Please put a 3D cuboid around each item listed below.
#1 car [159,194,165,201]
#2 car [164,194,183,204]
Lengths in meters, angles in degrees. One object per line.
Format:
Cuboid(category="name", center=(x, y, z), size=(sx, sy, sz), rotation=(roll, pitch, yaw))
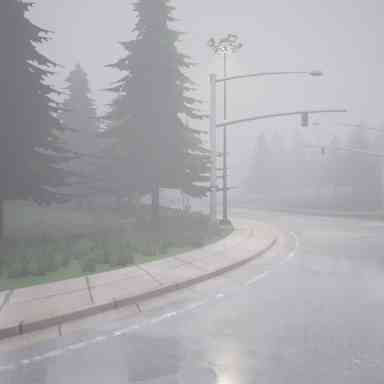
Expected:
Cuboid(category="car", center=(-7.119, 1.186, 75.170), size=(2.150, 2.045, 5.566), rotation=(0, 0, -21))
Cuboid(category="car", center=(-3.236, 1.547, 65.433), size=(2.033, 1.411, 5.357), rotation=(0, 0, -21))
